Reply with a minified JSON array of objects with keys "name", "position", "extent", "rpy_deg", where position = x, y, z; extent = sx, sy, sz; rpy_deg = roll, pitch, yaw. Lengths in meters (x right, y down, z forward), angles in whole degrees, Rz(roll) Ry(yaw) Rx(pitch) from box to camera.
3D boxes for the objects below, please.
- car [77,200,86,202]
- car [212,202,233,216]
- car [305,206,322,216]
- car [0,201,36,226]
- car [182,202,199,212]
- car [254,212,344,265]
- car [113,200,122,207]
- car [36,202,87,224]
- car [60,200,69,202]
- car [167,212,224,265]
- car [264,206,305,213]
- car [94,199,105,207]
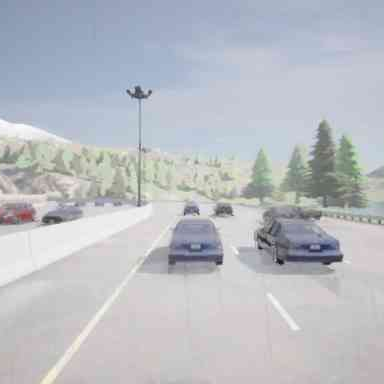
[{"name":"car","position":[-21.586,2.234,64.737],"extent":[2.033,1.411,5.357],"rpy_deg":[0,-1,-14]},{"name":"car","position":[3.464,1.938,37.746],"extent":[1.837,1.490,4.892],"rpy_deg":[0,0,-2]},{"name":"car","position":[10.620,1.973,31.769],"extent":[1.895,1.301,4.718],"rpy_deg":[0,-1,-1]},{"name":"car","position":[-14.084,1.633,26.197],"extent":[2.097,1.767,4.553],"rpy_deg":[0,-1,0]},{"name":"car","position":[-0.149,1.978,39.960],"extent":[1.812,1.442,4.674],"rpy_deg":[0,-1,-3]},{"name":"car","position":[3.615,1.691,12.248],"extent":[2.033,1.411,5.357],"rpy_deg":[0,-1,0]},{"name":"car","position":[-15.176,2.268,67.899],"extent":[2.033,1.411,5.357],"rpy_deg":[0,-1,-14]},{"name":"car","position":[-10.561,1.850,27.706],"extent":[2.033,1.411,5.357],"rpy_deg":[0,-1,0]},{"name":"car","position":[-25.812,2.303,67.058],"extent":[1.895,1.301,4.718],"rpy_deg":[0,-1,-16]},{"name":"car","position":[0.116,1.688,12.294],"extent":[2.033,1.411,5.357],"rpy_deg":[0,-1,0]},{"name":"car","position":[7.141,1.864,27.236],"extent":[2.033,1.411,5.357],"rpy_deg":[0,-1,0]},{"name":"car","position":[-18.539,2.197,66.930],"extent":[1.882,1.535,5.008],"rpy_deg":[0,-1,-14]}]
